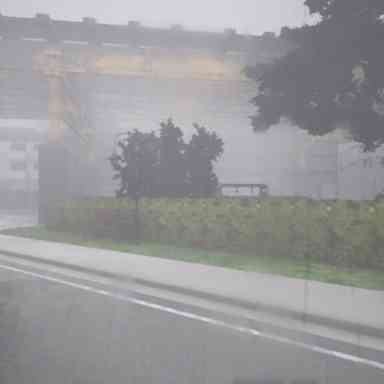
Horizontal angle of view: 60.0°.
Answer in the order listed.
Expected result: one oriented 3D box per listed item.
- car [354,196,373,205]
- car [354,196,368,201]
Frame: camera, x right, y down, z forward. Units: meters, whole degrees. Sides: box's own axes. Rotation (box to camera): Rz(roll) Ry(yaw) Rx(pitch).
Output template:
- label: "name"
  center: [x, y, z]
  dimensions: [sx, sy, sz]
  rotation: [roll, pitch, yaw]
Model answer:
- label: "car"
  center: [27.098, 1.306, 52.746]
  dimensions: [1.853, 1.218, 4.536]
  rotation: [0, 0, 16]
- label: "car"
  center: [27.085, 1.463, 52.696]
  dimensions: [2.038, 1.542, 4.974]
  rotation: [0, 0, 16]
